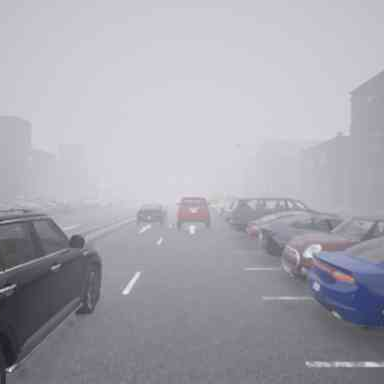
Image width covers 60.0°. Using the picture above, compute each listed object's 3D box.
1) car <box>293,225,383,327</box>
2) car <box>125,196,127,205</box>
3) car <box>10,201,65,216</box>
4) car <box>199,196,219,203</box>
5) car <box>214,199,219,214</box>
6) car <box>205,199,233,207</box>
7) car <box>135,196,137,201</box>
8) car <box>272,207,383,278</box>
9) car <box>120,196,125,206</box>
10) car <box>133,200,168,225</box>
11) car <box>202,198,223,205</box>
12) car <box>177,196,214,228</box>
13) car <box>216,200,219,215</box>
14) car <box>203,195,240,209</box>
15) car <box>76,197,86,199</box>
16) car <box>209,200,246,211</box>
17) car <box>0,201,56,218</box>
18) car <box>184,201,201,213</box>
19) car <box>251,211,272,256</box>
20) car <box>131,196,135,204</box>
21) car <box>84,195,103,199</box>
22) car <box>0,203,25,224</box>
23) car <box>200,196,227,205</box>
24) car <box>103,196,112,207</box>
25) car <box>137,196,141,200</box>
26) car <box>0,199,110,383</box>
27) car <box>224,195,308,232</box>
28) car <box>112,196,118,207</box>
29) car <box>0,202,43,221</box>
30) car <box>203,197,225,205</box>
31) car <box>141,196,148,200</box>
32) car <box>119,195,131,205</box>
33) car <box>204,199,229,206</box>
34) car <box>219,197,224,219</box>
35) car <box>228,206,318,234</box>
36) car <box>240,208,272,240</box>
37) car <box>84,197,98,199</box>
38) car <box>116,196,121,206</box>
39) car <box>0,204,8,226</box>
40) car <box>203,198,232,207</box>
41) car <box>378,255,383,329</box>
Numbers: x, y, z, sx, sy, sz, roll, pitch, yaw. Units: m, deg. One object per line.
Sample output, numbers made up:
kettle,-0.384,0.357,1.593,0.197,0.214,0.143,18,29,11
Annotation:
car,4.636,1.492,5.811,5.008,1.535,2.097,0,0,0
car,-15.682,1.980,64.652,4.792,1.488,2.163,0,-1,0
car,-15.719,1.700,33.960,4.674,1.452,2.002,0,0,0
car,4.599,2.014,91.293,5.566,2.045,2.435,0,-1,0
car,4.647,1.666,30.662,4.674,1.452,2.002,0,0,0
car,4.628,1.925,58.199,4.674,1.452,2.002,0,-1,0
car,-15.641,2.072,75.762,4.892,1.521,2.231,0,-1,0
car,4.674,1.379,8.569,4.553,1.767,2.185,0,0,0
car,-15.844,1.917,61.875,5.366,1.575,1.946,0,-1,0
car,-2.893,1.585,24.827,1.882,1.535,5.008,0,0,0
car,4.600,2.126,74.745,4.674,1.452,2.002,0,-1,0
car,0.107,1.321,23.410,2.150,2.045,5.566,0,0,0
car,4.678,1.636,27.868,4.792,1.488,2.163,0,0,0
car,4.606,1.571,52.689,5.566,2.045,2.435,0,-1,0
car,-15.716,1.705,39.519,4.892,1.521,2.231,0,0,0
car,4.677,1.769,44.416,4.792,1.488,2.163,0,-1,0
car,-15.733,1.641,31.307,4.892,1.521,2.231,0,0,0
car,0.109,1.794,41.129,1.994,1.385,4.181,0,0,0
car,4.673,1.546,11.326,4.792,1.488,2.163,0,0,0
car,-15.650,2.041,72.983,5.008,1.535,2.097,0,-1,0
car,-15.722,1.653,47.946,4.553,1.767,2.185,0,-1,0
car,-15.769,1.629,25.623,4.792,1.488,2.163,0,0,0
car,4.574,1.801,71.990,5.566,2.045,2.435,0,-1,0
car,-15.712,1.554,50.760,5.566,2.045,2.435,0,-1,0
car,-15.621,1.849,78.544,5.566,2.045,2.435,0,-1,0
car,-2.900,1.230,4.429,2.150,2.045,5.566,0,0,0
car,4.674,1.291,16.842,5.566,2.045,2.435,0,0,0
car,-15.643,1.890,56.317,4.792,1.488,2.163,0,-1,0
car,-15.728,1.620,28.527,5.008,1.535,2.097,0,0,0
car,4.576,1.894,69.231,4.553,1.767,2.185,0,-1,0
car,-15.655,2.244,92.439,4.892,1.521,2.231,0,-1,0
car,-15.652,1.979,67.308,5.008,1.535,2.097,0,-1,0
car,4.614,1.991,63.714,4.674,1.452,2.002,0,-1,0
car,4.617,1.463,25.113,4.553,1.767,2.185,0,0,0
car,4.617,1.586,19.599,4.792,1.488,2.163,0,0,0
car,4.642,1.569,14.083,4.674,1.452,2.002,0,0,0
car,-15.694,1.792,45.075,4.674,1.452,2.002,0,0,0
car,-15.636,1.919,59.095,4.792,1.488,2.163,0,-1,0
car,-15.740,1.583,22.845,4.892,1.521,2.231,0,0,0
car,4.615,1.917,60.957,5.008,1.535,2.097,0,-1,0
car,4.638,1.524,3.056,4.674,1.452,2.002,0,0,0
